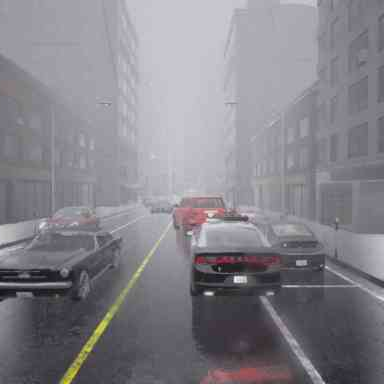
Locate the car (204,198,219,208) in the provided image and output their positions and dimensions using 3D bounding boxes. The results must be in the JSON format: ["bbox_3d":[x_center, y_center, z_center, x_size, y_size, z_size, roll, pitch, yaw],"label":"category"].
[{"bbox_3d":[2.764,1.578,49.088,1.947,1.339,4.313,-1,0,0],"label":"car"}]

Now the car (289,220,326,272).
[{"bbox_3d":[2.754,1.549,10.551,2.008,1.369,4.403,-1,0,0],"label":"car"}]

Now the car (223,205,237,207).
[{"bbox_3d":[2.756,1.544,16.057,1.887,1.381,4.507,-1,0,0],"label":"car"}]

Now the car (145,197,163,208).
[{"bbox_3d":[-5.763,1.453,49.090,1.967,1.590,4.097,-1,0,0],"label":"car"}]

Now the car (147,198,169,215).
[{"bbox_3d":[-2.992,1.568,33.579,1.994,1.385,4.181,0,0,0],"label":"car"}]

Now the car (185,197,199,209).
[{"bbox_3d":[0.030,1.516,46.849,1.837,1.490,4.892,0,0,1],"label":"car"}]

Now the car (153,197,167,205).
[{"bbox_3d":[-5.759,1.571,60.100,2.008,1.369,4.403,-1,0,0],"label":"car"}]

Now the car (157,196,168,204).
[{"bbox_3d":[-5.758,1.570,65.606,1.887,1.381,4.507,-1,0,0],"label":"car"}]

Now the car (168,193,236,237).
[{"bbox_3d":[0.339,1.210,18.445,2.150,2.045,5.566,-1,0,-12],"label":"car"}]

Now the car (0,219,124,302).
[{"bbox_3d":[-3.105,1.599,8.377,1.895,1.301,4.718,0,0,0],"label":"car"}]

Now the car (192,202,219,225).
[{"bbox_3d":[0.906,1.527,24.655,1.812,1.442,4.674,0,0,0],"label":"car"}]

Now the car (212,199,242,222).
[{"bbox_3d":[2.757,1.442,27.067,1.967,1.590,4.097,-1,0,0],"label":"car"}]

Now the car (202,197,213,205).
[{"bbox_3d":[2.766,1.565,60.098,1.887,1.381,4.507,-1,0,0],"label":"car"}]

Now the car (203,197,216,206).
[{"bbox_3d":[2.765,1.561,54.593,1.887,1.381,4.507,-1,0,0],"label":"car"}]

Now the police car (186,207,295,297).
[{"bbox_3d":[0.901,1.424,8.763,1.930,1.638,5.238,0,0,0],"label":"police car"}]

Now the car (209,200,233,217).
[{"bbox_3d":[2.760,1.548,32.572,1.887,1.381,4.507,-1,0,0],"label":"car"}]

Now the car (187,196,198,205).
[{"bbox_3d":[0.014,1.498,59.493,1.882,1.535,5.008,0,0,0],"label":"car"}]

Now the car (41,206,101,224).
[{"bbox_3d":[-5.771,1.439,16.059,1.967,1.590,4.097,-1,0,0],"label":"car"}]
